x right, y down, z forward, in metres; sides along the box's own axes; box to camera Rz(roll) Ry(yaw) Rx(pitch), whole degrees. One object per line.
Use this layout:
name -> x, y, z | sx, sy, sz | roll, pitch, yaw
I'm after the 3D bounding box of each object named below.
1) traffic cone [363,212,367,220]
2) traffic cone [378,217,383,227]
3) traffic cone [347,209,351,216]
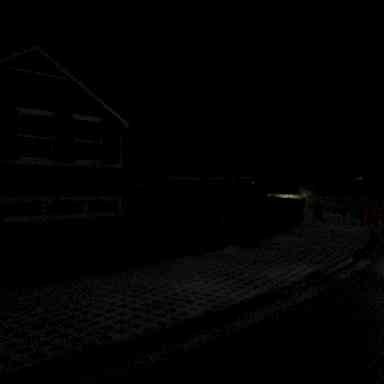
traffic cone -> 13.481, 1.885, 25.838 | 0.340, 0.580, 0.340 | 0, 0, 14
traffic cone -> 12.075, 1.905, 21.342 | 0.340, 0.580, 0.340 | 0, 0, 21
traffic cone -> 14.361, 1.866, 30.467 | 0.340, 0.580, 0.340 | 0, 0, 7
